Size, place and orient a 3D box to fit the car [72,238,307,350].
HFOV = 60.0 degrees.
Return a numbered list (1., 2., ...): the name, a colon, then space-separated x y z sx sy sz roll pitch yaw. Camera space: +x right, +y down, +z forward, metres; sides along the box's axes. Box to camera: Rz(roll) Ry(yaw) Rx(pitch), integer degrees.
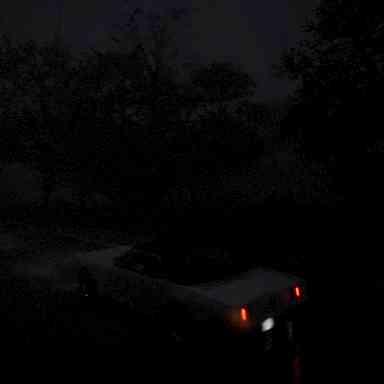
1. car: -0.463 1.548 6.239 1.895 1.301 4.718 -1 1 -43
